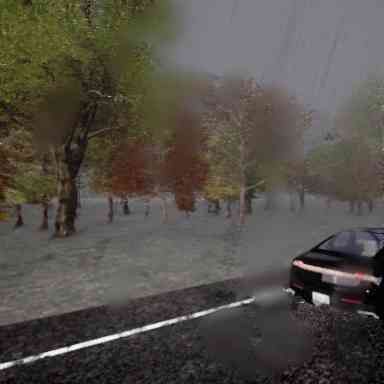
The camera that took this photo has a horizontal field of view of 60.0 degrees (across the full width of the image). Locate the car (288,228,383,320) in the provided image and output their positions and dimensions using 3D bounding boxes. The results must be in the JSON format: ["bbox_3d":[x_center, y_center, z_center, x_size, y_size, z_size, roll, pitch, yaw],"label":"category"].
[{"bbox_3d":[4.048,1.489,6.755,4.902,1.511,2.128,0,0,-36],"label":"car"}]
